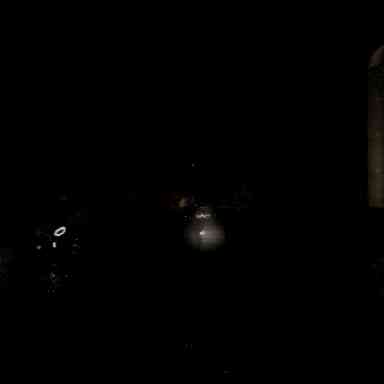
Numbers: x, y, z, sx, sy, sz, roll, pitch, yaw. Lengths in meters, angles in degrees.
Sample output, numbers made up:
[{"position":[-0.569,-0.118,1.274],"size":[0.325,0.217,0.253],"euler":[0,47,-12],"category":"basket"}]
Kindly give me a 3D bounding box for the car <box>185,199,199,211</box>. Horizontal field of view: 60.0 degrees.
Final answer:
[{"position":[0.048,1.822,48.032],"size":[1.882,1.535,5.008],"euler":[0,0,3],"category":"car"}]

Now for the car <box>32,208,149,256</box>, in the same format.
[{"position":[-3.989,1.457,13.613],"size":[2.097,1.767,4.553],"euler":[-2,-3,41],"category":"car"}]
